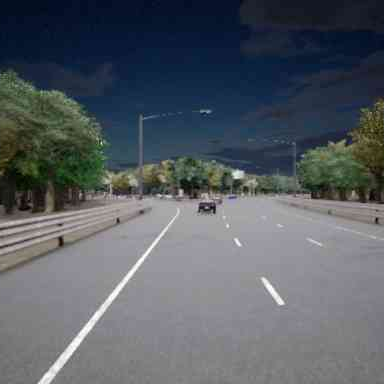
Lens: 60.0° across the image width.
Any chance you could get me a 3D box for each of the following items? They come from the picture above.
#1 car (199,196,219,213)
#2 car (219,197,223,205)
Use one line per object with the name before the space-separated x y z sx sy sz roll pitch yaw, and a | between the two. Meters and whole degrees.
car | 1.827 1.482 37.776 1.882 1.535 5.008 0 0 5
car | 4.643 1.538 60.623 1.812 1.442 4.674 0 0 9
